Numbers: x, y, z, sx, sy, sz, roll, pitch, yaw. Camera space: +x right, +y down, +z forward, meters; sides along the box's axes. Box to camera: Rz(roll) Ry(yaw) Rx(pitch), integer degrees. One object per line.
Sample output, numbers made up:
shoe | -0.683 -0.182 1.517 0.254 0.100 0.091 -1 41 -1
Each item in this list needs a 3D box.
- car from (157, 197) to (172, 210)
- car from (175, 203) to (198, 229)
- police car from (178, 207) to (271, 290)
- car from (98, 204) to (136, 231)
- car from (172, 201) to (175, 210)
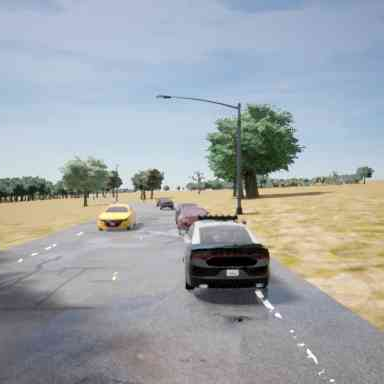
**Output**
car | -3.528 1.704 46.116 1.837 1.490 4.892 0 -1 -7
car | 0.102 1.578 19.264 1.812 1.442 4.674 0 0 -4
police car | 0.698 1.447 9.334 1.930 1.638 5.238 0 0 -3
car | -4.656 1.534 21.198 1.882 1.535 5.008 0 0 -4
car | -0.358 1.576 25.281 1.837 1.490 4.892 0 0 -5
